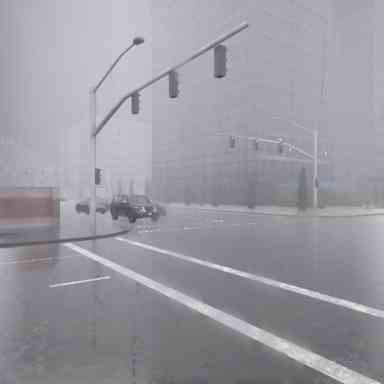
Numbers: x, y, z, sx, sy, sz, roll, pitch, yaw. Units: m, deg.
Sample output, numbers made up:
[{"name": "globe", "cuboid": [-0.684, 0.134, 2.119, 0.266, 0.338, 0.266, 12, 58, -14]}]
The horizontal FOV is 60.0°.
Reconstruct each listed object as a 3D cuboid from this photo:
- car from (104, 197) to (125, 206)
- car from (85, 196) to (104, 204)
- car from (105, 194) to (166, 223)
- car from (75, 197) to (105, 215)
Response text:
[{"name": "car", "cuboid": [-13.119, 1.526, 56.451, 1.812, 1.442, 4.674, 0, 0, -36]}, {"name": "car", "cuboid": [-19.086, 1.492, 64.785, 2.128, 1.511, 4.902, 0, 0, -36]}, {"name": "car", "cuboid": [-4.598, 1.221, 26.152, 2.150, 2.045, 5.566, 0, 0, -35]}, {"name": "car", "cuboid": [-10.557, 1.547, 34.496, 2.033, 1.411, 5.357, 0, 0, -36]}]
